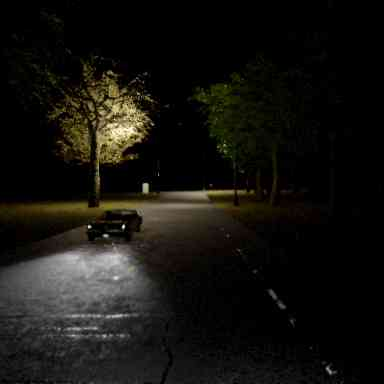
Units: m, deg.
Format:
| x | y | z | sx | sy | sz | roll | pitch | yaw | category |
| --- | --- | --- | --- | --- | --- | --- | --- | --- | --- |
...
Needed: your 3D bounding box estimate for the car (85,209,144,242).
| x | y | z | sx | sy | sz | roll | pitch | yaw | category |
| --- | --- | --- | --- | --- | --- | --- | --- | --- | --- |
| -3.592 | 1.509 | 16.124 | 1.895 | 1.301 | 4.718 | 0 | 0 | 0 | car |
